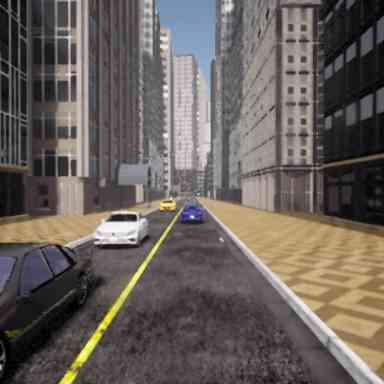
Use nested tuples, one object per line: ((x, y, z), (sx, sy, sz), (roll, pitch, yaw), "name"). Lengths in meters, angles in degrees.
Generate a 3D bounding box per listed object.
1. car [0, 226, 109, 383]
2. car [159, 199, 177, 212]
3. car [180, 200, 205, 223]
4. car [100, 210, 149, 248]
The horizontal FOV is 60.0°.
((-3.087, 1.571, 5.332), (2.033, 1.411, 5.357), (0, 0, 0), "car")
((-2.987, 1.670, 42.050), (1.882, 1.535, 5.008), (0, -1, 0), "car")
((0.024, 1.640, 26.273), (1.812, 1.442, 4.674), (0, 0, 0), "car")
((-3.075, 1.591, 15.351), (1.812, 1.442, 4.674), (0, 0, 0), "car")
